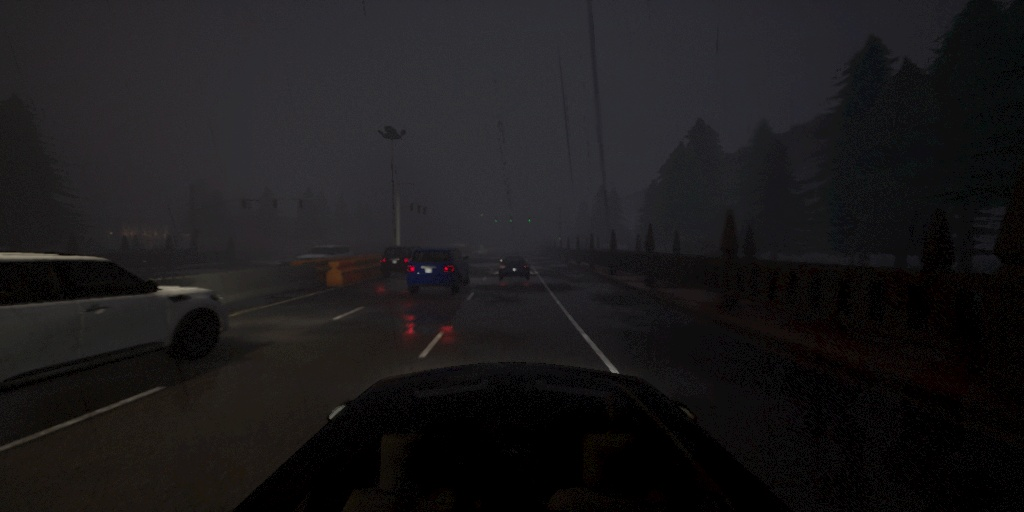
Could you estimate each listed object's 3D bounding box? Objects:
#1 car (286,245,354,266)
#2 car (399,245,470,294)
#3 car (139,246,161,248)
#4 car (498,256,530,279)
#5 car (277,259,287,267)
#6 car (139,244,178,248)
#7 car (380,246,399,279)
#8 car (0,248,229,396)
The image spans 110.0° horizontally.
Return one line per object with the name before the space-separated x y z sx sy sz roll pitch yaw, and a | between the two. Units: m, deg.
car | -13.991 0.197 27.075 2.150 2.045 5.566 0 2 1
car | -3.382 0.588 17.256 2.150 2.045 5.566 0 2 0
car | -44.942 -0.113 42.409 4.674 1.442 1.812 0 2 1
car | 0.148 0.686 23.370 1.994 1.385 4.181 0 2 0
car | -17.439 0.385 30.513 2.033 1.411 5.357 0 2 1
car | -44.721 -0.555 45.909 5.566 2.045 2.150 0 2 0
car | -6.857 0.324 23.843 2.150 2.045 5.566 0 2 2
car | -6.899 0.947 4.968 2.150 2.045 5.566 0 1 0
